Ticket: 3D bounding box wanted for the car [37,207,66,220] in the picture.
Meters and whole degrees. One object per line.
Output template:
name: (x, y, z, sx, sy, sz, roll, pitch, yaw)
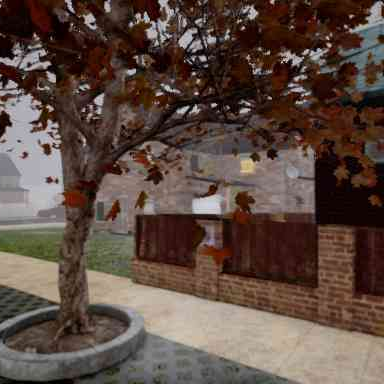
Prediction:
car: (-13.666, 2.049, 34.974, 1.882, 1.535, 5.008, -1, -2, 35)
